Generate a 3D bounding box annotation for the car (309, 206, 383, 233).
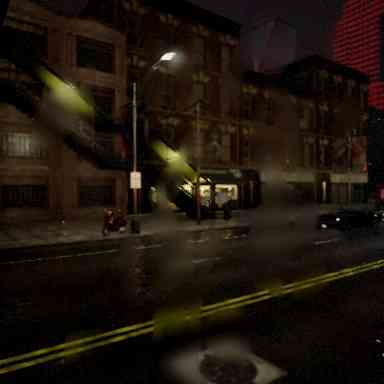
[{"bbox_3d":[8.792,1.475,18.894,4.718,1.301,1.895,0,0,-36],"label":"car"}]
